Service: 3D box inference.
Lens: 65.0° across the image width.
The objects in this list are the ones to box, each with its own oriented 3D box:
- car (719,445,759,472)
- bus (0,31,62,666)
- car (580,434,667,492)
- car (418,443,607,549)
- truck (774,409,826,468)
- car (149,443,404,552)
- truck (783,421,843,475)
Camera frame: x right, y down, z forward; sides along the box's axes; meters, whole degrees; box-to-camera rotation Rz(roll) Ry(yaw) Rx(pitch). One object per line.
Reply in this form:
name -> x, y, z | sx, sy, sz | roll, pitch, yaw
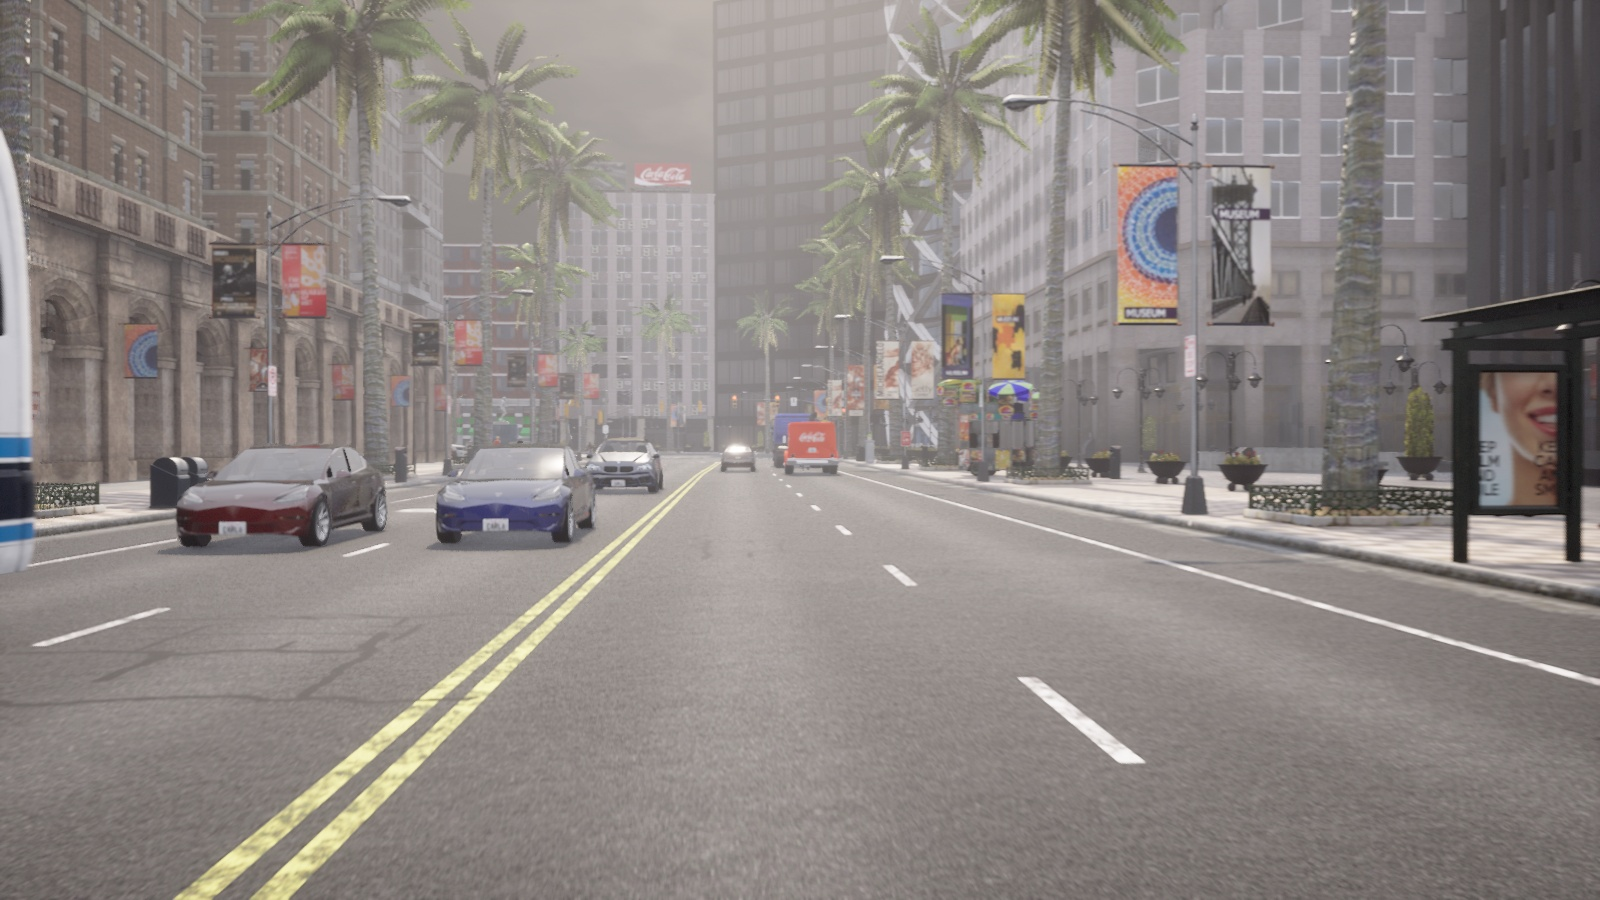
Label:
car -> -3.175, 0.418, 66.577 | 2.033, 1.411, 5.357 | 0, 0, -2
bus -> -7.117, -0.654, 3.956 | 3.944, 4.253, 10.273 | 0, 0, -3
car -> -5.366, 0.371, 38.768 | 2.242, 1.667, 4.611 | 0, 0, -3
car -> -4.425, 0.632, 20.139 | 2.163, 1.488, 4.792 | 0, 0, -3
truck -> -0.095, -0.673, 77.598 | 2.891, 3.462, 7.936 | 0, 0, -2
car -> -7.899, 0.634, 19.533 | 2.163, 1.488, 4.792 | 0, 0, -3
truck -> 0.552, -0.087, 60.739 | 2.627, 2.467, 5.204 | 0, 0, -3
